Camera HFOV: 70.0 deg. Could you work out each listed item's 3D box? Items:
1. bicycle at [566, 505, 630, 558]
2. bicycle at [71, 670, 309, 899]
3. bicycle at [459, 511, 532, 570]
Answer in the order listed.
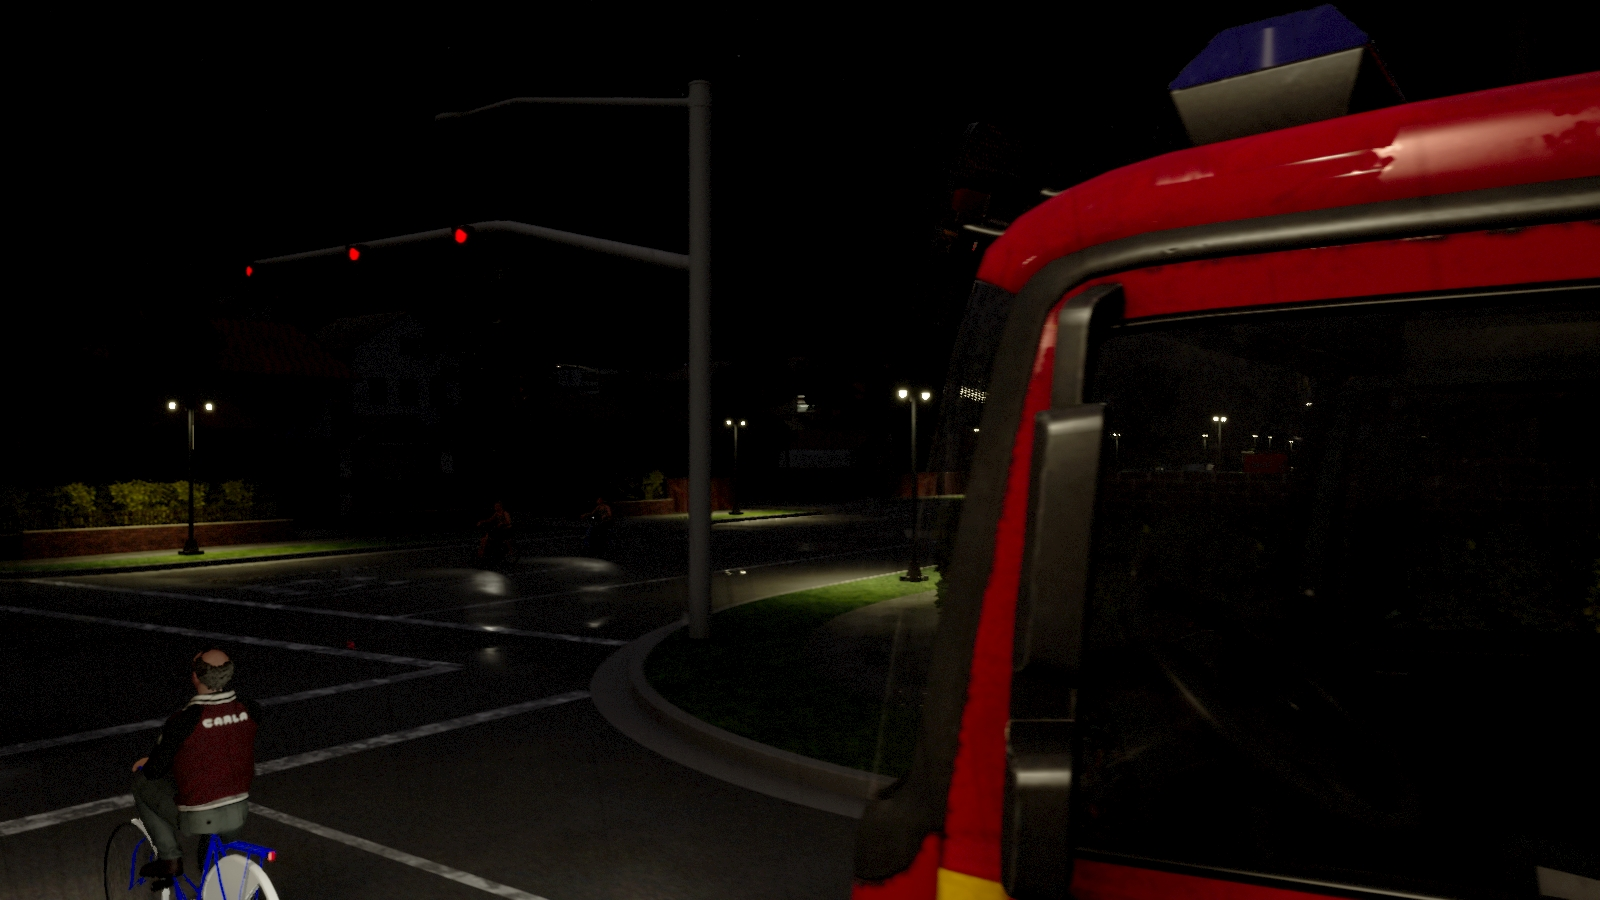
[{"bbox_3d":[-5.358,2.147,30.372,0.859,1.301,1.487,0,0,34],"label":"bicycle"},{"bbox_3d":[-3.295,2.049,6.091,1.835,1.496,0.329,0,0,35],"label":"bicycle"},{"bbox_3d":[-7.292,2.147,27.399,0.859,1.301,1.487,0,0,35],"label":"bicycle"}]
